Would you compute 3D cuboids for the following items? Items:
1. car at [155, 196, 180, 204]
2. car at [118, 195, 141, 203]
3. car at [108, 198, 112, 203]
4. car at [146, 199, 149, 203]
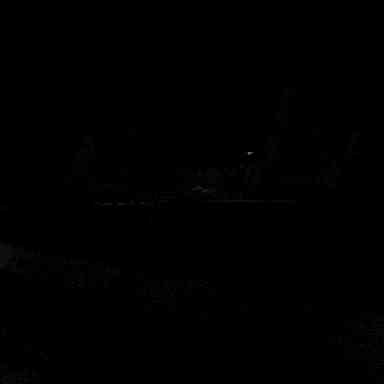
[{"bbox_3d":[-4.410,1.511,65.488,1.882,1.535,5.008,0,0,36],"label":"car"},{"bbox_3d":[-12.164,1.586,66.739,1.994,1.385,4.181,0,0,36],"label":"car"},{"bbox_3d":[-15.092,1.470,68.631,1.837,1.490,4.892,0,0,36],"label":"car"},{"bbox_3d":[-7.248,1.560,67.536,1.837,1.490,4.892,0,0,36],"label":"car"}]
